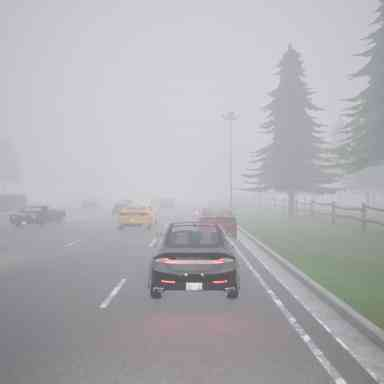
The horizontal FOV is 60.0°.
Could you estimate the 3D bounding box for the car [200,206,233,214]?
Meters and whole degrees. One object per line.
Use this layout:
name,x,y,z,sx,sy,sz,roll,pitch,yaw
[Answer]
car,1.240,1.478,17.780,1.882,1.535,5.008,0,0,0

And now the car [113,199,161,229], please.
car,-3.382,1.477,21.407,1.882,1.535,5.008,0,0,0

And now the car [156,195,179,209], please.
car,-3.359,1.547,46.226,2.033,1.411,5.357,0,0,0

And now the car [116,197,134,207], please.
car,-10.356,1.564,51.615,1.994,1.385,4.181,0,0,0

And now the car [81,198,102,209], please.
car,-13.874,1.525,45.931,1.812,1.442,4.674,0,0,0

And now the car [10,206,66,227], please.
car,-10.380,1.601,22.859,1.895,1.301,4.718,0,0,0

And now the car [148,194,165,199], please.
car,-6.845,1.525,64.675,1.812,1.442,4.674,0,0,0

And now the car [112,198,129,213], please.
car,-6.884,1.525,34.100,1.812,1.442,4.674,0,0,0

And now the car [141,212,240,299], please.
car,0.059,1.492,8.439,2.128,1.511,4.902,0,0,0
